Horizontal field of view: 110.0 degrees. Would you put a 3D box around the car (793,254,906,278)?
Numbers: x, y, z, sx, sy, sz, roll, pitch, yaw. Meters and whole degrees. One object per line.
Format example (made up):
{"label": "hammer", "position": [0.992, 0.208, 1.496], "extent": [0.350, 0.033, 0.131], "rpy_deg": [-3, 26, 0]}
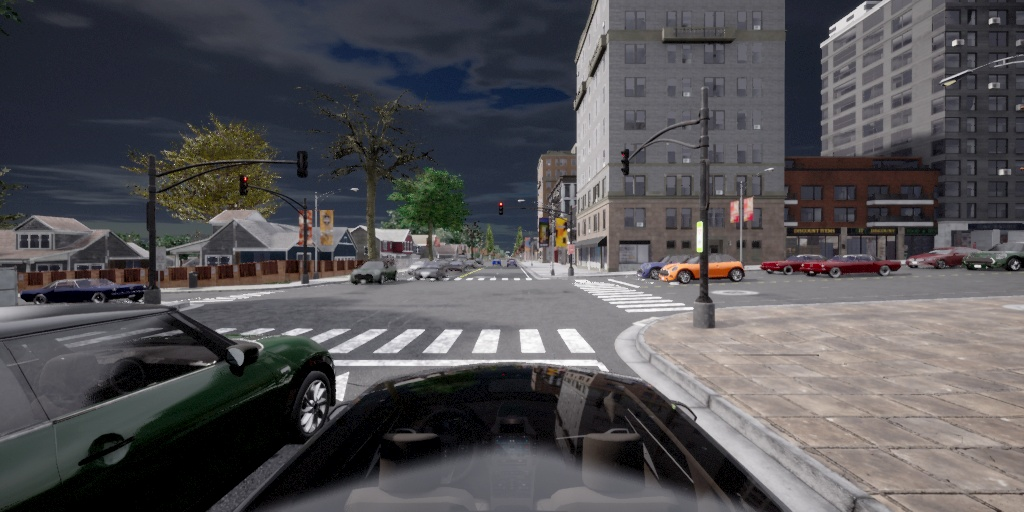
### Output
{"label": "car", "position": [20.337, 0.584, 21.730], "extent": [4.718, 1.301, 1.895], "rpy_deg": [-2, 0, 0]}

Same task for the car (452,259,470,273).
{"label": "car", "position": [-6.650, 1.323, 43.140], "extent": [2.033, 1.411, 5.357], "rpy_deg": [0, 0, 0]}

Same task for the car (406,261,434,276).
{"label": "car", "position": [-9.898, 1.295, 38.938], "extent": [1.812, 1.442, 4.674], "rpy_deg": [0, 0, 0]}

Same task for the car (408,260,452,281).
{"label": "car", "position": [-6.635, 1.255, 29.748], "extent": [2.128, 1.511, 4.902], "rpy_deg": [0, 0, 0]}

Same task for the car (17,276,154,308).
{"label": "car", "position": [-21.636, 1.806, 18.338], "extent": [4.718, 1.301, 1.895], "rpy_deg": [-2, 0, 0]}

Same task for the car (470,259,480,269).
{"label": "car", "position": [-6.659, 1.313, 57.144], "extent": [1.837, 1.490, 4.892], "rpy_deg": [0, 0, 0]}

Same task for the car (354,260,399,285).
{"label": "car", "position": [-9.880, 1.111, 26.032], "extent": [2.097, 1.767, 4.553], "rpy_deg": [0, 0, 0]}

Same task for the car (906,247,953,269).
{"label": "car", "position": [30.407, 0.121, 25.011], "extent": [4.674, 1.442, 1.812], "rpy_deg": [-2, 0, 0]}

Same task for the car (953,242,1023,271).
{"label": "car", "position": [30.492, -0.046, 21.764], "extent": [4.553, 1.767, 2.097], "rpy_deg": [-2, 0, 0]}

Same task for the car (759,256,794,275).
{"label": "car", "position": [20.096, 0.583, 24.979], "extent": [4.718, 1.301, 1.895], "rpy_deg": [-2, 0, 0]}

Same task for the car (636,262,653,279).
{"label": "car", "position": [11.099, 0.679, 25.015], "extent": [4.553, 1.767, 2.097], "rpy_deg": [-2, 0, 2]}

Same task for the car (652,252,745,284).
{"label": "car", "position": [11.353, 0.680, 21.695], "extent": [4.553, 1.767, 2.097], "rpy_deg": [-2, 0, 0]}

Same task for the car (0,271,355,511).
{"label": "car", "position": [-3.152, 1.102, 2.461], "extent": [2.097, 1.767, 4.553], "rpy_deg": [0, 0, 0]}
